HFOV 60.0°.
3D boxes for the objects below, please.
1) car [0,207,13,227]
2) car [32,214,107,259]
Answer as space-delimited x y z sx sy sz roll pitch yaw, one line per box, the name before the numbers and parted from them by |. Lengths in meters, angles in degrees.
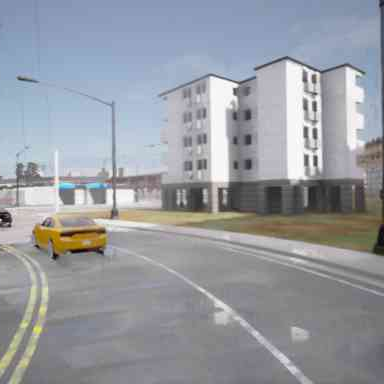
car | -15.173 1.859 25.331 1.882 1.535 5.008 -1 0 -41
car | -5.114 1.637 13.567 1.882 1.535 5.008 0 0 -36
